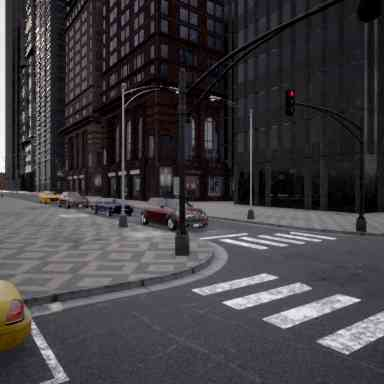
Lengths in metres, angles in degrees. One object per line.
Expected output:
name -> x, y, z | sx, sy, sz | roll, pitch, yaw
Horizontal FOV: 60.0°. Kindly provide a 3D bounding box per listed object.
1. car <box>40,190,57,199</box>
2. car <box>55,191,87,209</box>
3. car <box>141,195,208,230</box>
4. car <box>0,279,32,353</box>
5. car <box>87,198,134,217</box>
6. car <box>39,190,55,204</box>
car -> -24.744, 0.465, 57.109 | 1.812, 1.442, 4.674 | 0, 1, -35
car -> -12.213, 0.723, 34.283 | 2.097, 1.767, 4.553 | 0, 1, -36
car -> -1.074, 1.072, 18.829 | 2.097, 1.767, 4.553 | 0, 1, -36
car -> -4.410, 1.525, 3.503 | 4.829, 1.417, 1.752 | 0, 0, -35
car -> -6.342, 1.153, 26.133 | 1.895, 1.301, 4.718 | 0, 1, -36
car -> -18.287, 0.668, 42.766 | 1.882, 1.535, 5.008 | 0, 1, -35
